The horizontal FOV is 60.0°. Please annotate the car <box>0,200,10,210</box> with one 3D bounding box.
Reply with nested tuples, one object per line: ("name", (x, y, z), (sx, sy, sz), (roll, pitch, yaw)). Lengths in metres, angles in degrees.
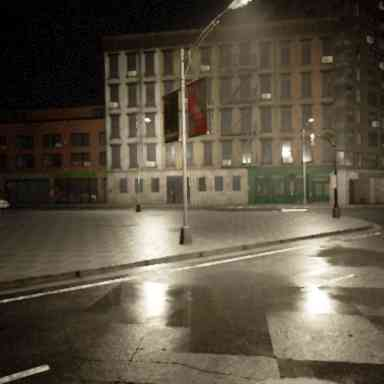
("car", (-19.003, 0.971, 30.255), (4.674, 1.442, 1.812), (0, 1, 8))
